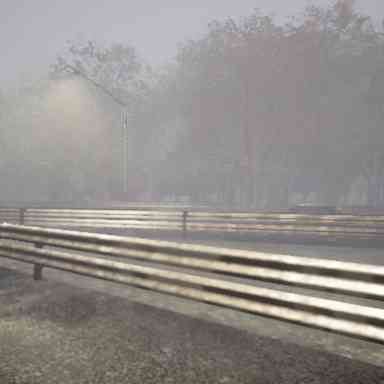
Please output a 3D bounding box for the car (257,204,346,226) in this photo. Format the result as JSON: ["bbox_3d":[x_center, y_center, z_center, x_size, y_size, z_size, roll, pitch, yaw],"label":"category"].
[{"bbox_3d":[6.251,1.499,19.291,4.856,1.649,2.033,0,0,18],"label":"car"}]
